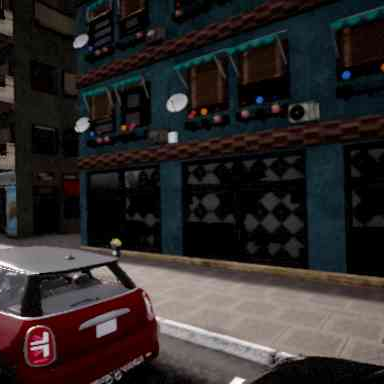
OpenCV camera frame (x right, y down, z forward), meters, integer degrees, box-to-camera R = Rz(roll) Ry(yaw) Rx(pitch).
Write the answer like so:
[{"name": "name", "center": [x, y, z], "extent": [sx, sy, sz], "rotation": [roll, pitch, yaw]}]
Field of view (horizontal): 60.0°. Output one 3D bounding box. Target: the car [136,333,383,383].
[{"name": "car", "center": [2.008, 1.556, 1.458], "extent": [4.313, 1.339, 1.947], "rotation": [-1, -1, 36]}]

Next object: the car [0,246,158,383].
[{"name": "car", "center": [-2.488, 1.491, 4.667], "extent": [4.097, 1.590, 1.967], "rotation": [-1, -1, 36]}]
